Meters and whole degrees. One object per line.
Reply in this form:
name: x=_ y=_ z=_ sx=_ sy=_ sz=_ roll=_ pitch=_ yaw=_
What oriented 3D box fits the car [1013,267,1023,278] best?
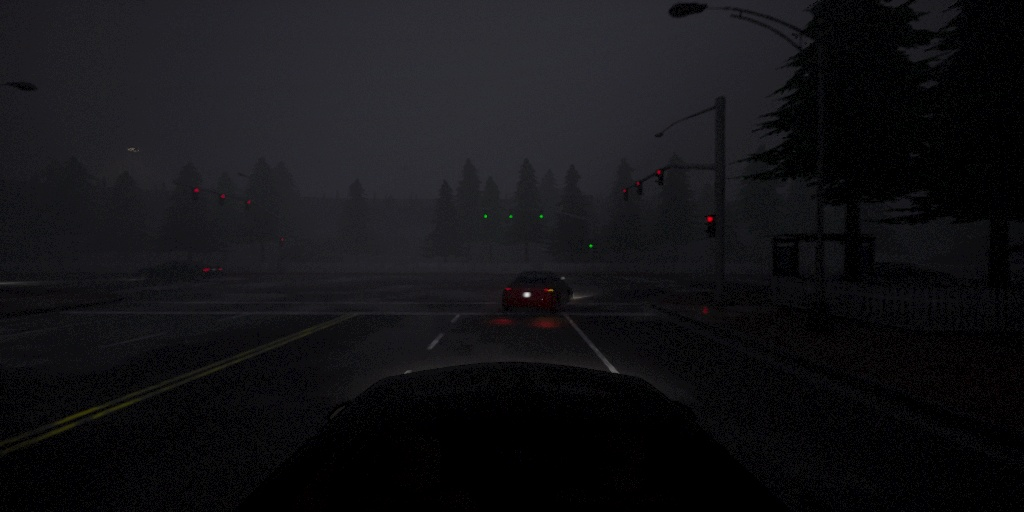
car: x=43.216 y=1.170 z=28.425 sx=4.181 sy=1.385 sz=1.994 roll=0 pitch=0 yaw=17

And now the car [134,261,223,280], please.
car: x=-25.104 y=1.055 z=27.156 sx=5.357 sy=1.411 sz=2.033 roll=0 pitch=0 yaw=-1

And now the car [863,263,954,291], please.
car: x=21.452 y=1.114 z=19.823 sx=4.902 sy=1.511 sz=2.128 roll=0 pitch=0 yaw=0

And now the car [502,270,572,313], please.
car: x=1.050 y=1.243 z=13.840 sx=1.994 sy=1.385 sz=4.181 roll=0 pitch=0 yaw=16
